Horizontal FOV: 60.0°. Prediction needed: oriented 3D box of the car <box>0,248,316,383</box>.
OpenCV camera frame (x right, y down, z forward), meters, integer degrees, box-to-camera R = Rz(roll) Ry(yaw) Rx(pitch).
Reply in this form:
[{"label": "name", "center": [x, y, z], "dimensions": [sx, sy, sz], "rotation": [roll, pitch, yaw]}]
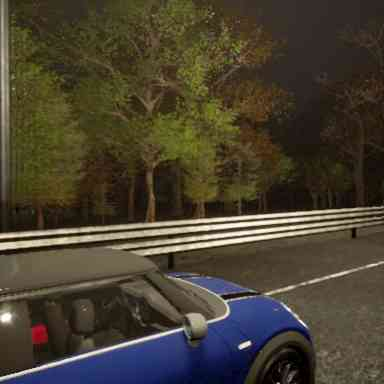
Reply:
[{"label": "car", "center": [-0.895, 1.345, 3.115], "dimensions": [4.553, 1.767, 2.097], "rotation": [-1, 0, -35]}]
